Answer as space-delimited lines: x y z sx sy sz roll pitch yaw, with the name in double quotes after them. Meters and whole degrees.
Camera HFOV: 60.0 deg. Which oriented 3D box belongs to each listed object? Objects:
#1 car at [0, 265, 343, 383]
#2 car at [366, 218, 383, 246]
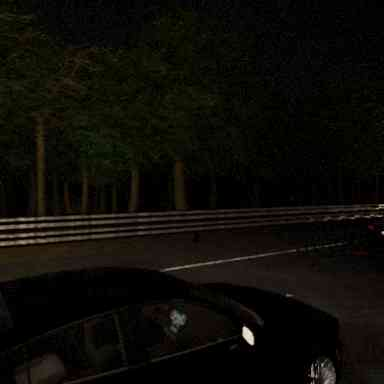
-0.610 1.470 3.082 5.008 1.535 1.882 1 0 -35 "car"
9.157 1.544 13.846 4.181 1.385 1.994 0 1 -33 "car"
